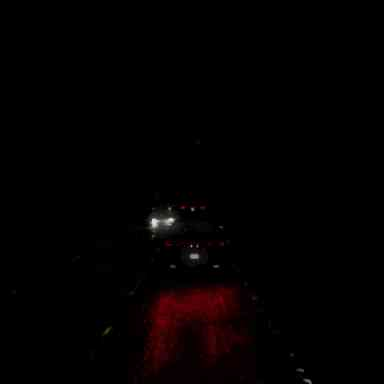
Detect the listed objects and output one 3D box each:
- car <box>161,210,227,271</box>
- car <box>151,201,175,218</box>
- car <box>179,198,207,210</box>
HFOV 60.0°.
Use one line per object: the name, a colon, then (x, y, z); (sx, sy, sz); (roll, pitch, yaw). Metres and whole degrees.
car: (0.079, 1.586, 11.304); (1.882, 1.535, 5.008); (0, -1, 0)
car: (-2.850, 1.664, 33.473); (2.097, 1.767, 4.553); (0, -1, 0)
car: (0.076, 1.490, 28.710); (2.150, 2.045, 5.566); (0, -1, 0)
